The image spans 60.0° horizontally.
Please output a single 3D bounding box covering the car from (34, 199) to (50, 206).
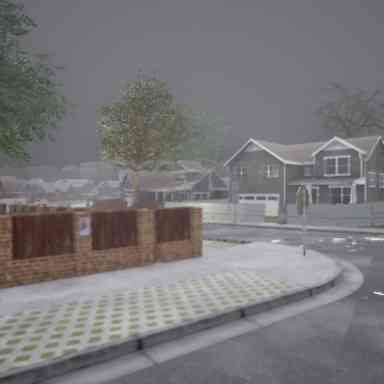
[{"bbox_3d":[-21.301,1.677,47.154,1.882,1.535,5.008,0,-1,-28],"label":"car"}]

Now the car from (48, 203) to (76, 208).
[{"bbox_3d":[-12.717,1.908,33.642,1.994,1.385,4.181,0,-1,-36],"label":"car"}]
